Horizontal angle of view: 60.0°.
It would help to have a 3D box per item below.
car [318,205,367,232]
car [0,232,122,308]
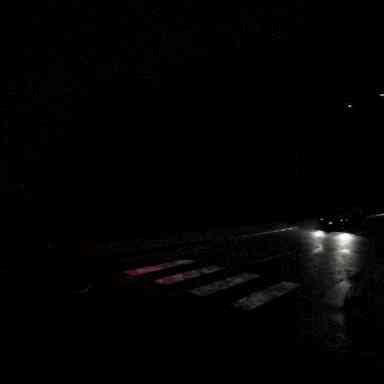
[{"bbox_3d":[9.853,1.620,21.538,1.837,1.490,4.892,2,1,42],"label":"car"},{"bbox_3d":[-3.839,1.536,6.519,1.895,1.301,4.718,2,1,42],"label":"car"}]
